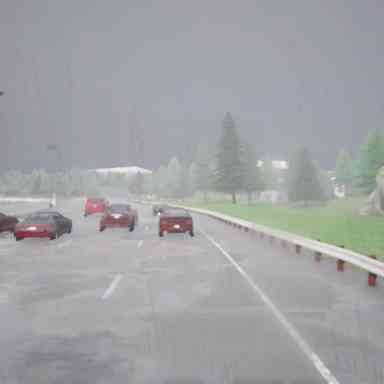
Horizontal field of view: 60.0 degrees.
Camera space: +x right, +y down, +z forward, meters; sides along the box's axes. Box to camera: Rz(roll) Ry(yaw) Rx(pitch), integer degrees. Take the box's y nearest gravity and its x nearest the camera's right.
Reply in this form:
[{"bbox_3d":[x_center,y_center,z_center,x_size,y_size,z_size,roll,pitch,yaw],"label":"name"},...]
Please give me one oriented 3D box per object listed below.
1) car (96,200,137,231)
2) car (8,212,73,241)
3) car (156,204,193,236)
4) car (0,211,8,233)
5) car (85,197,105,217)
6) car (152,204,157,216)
[{"bbox_3d":[-4.837,1.582,22.446,2.097,1.767,4.553,0,-1,-6],"label":"car"},{"bbox_3d":[-7.904,1.753,18.097,1.994,1.385,4.181,0,-1,-5],"label":"car"},{"bbox_3d":[-1.030,1.678,19.803,1.882,1.535,5.008,0,-1,-5],"label":"car"},{"bbox_3d":[-11.431,1.673,18.365,1.882,1.535,5.008,0,-1,-5],"label":"car"},{"bbox_3d":[-10.514,1.603,36.880,2.150,2.045,5.566,0,0,-10],"label":"car"},{"bbox_3d":[-3.471,1.979,37.273,1.895,1.301,4.718,0,-1,-10],"label":"car"}]
